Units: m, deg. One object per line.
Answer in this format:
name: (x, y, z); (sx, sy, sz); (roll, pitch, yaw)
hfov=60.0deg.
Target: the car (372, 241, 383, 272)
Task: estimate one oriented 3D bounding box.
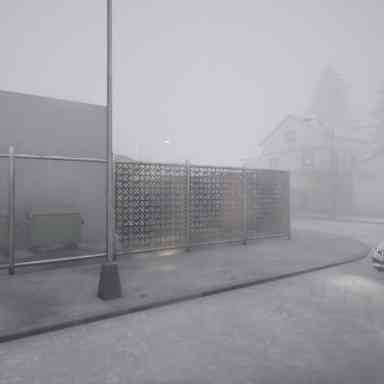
car: (7.081, 1.526, 9.602); (4.674, 1.442, 1.812); (0, 0, -36)
